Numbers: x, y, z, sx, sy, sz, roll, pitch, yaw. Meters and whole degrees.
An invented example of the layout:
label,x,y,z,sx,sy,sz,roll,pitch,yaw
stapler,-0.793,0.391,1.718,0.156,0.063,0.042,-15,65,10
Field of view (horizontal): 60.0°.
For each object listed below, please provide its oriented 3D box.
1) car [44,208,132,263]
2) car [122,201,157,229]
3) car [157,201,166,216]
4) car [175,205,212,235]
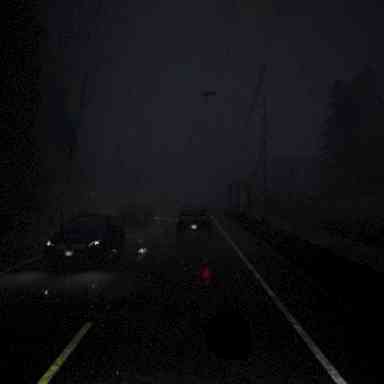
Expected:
label,x,y,z,sx,sy,sz,roll,pitch,yaw
car,-3.586,1.503,11.950,1.812,1.442,4.674,0,0,-1
car,-3.588,1.436,21.240,1.882,1.535,5.008,0,0,0
car,-3.534,1.503,31.211,1.994,1.385,4.181,0,0,1
car,0.099,1.456,18.439,2.128,1.511,4.902,0,0,0
